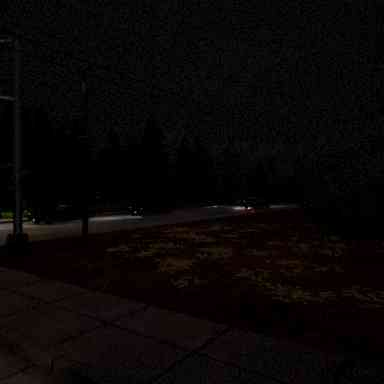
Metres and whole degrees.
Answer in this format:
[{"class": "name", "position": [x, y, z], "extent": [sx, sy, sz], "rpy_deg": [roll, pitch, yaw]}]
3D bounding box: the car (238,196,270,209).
[{"class": "car", "position": [8.357, 1.361, 42.818], "extent": [2.128, 1.511, 4.902], "rpy_deg": [0, 0, 37]}]

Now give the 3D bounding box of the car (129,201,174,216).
[{"class": "car", "position": [-3.916, 1.559, 32.460], "extent": [1.895, 1.301, 4.718], "rpy_deg": [0, 0, 37]}]

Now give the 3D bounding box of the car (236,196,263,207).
[{"class": "car", "position": [8.613, 1.329, 49.246], "extent": [1.882, 1.535, 5.008], "rpy_deg": [0, 0, 37]}]

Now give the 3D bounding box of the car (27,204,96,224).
[{"class": "car", "position": [-9.622, 1.609, 24.755], "extent": [1.895, 1.301, 4.718], "rpy_deg": [0, 0, 37]}]
